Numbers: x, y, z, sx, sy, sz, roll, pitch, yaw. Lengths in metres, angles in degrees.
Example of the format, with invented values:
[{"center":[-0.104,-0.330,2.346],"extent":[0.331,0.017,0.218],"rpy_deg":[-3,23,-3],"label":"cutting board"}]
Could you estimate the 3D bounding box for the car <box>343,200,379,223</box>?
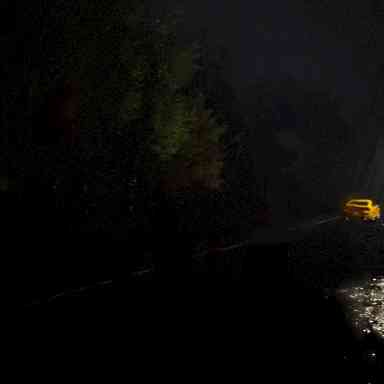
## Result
[{"center":[12.504,1.303,24.463],"extent":[1.882,1.535,5.008],"rpy_deg":[2,1,36],"label":"car"}]
